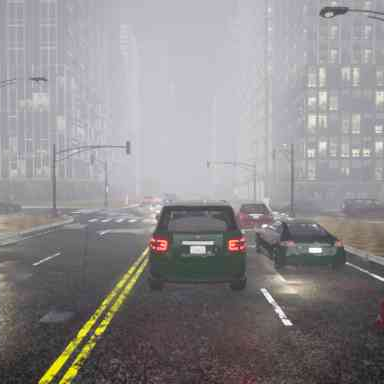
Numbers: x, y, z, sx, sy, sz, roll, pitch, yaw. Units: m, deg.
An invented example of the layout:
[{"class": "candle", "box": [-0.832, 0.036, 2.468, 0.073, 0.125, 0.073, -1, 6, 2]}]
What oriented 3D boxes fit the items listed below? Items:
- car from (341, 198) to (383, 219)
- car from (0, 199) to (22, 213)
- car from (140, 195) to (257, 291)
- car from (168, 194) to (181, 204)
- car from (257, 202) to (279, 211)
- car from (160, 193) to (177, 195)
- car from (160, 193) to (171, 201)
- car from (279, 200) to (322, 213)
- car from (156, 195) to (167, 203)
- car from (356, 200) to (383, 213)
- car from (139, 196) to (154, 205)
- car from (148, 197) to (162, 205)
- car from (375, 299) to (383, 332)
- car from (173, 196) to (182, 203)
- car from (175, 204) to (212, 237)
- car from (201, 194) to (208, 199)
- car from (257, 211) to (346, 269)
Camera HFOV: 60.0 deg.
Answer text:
[{"class": "car", "box": [16.263, 1.519, 30.386, 5.009, 1.841, 2.192, 1, 0, 1]}, {"class": "car", "box": [-19.572, 1.405, 33.638, 4.181, 1.385, 1.994, 1, 1, 1]}, {"class": "car", "box": [0.120, 1.218, 9.170, 2.150, 2.045, 5.566, 0, 0, 0]}, {"class": "car", "box": [-3.188, 1.304, 61.537, 2.097, 1.767, 4.553, 0, 0, 0]}, {"class": "car", "box": [3.390, 1.342, 19.711, 2.097, 1.767, 4.553, 0, 0, 0]}, {"class": "car", "box": [-3.257, 1.185, 51.726, 2.150, 2.045, 5.566, 0, 0, -1]}, {"class": "car", "box": [-6.337, 1.153, 79.757, 2.150, 2.045, 5.566, 0, 0, 0]}, {"class": "car", "box": [11.190, 1.614, 36.176, 5.357, 1.411, 2.033, 0, 1, 0]}, {"class": "car", "box": [-6.359, 1.420, 69.187, 1.882, 1.535, 5.008, 0, 0, 0]}, {"class": "car", "box": [21.888, 1.642, 38.661, 4.829, 1.417, 1.752, 1, 0, 1]}, {"class": "car", "box": [-6.521, 1.318, 49.943, 2.097, 1.767, 4.553, 0, 0, 1]}, {"class": "car", "box": [-6.452, 1.556, 58.933, 1.895, 1.301, 4.718, 0, 0, 0]}, {"class": "car", "box": [3.355, 1.600, 2.272, 1.895, 1.301, 4.718, 0, 0, 0]}, {"class": "car", "box": [-3.105, 1.535, 71.590, 1.895, 1.301, 4.718, 0, 0, 0]}, {"class": "car", "box": [0.135, 1.516, 18.852, 1.812, 1.442, 4.674, 0, 0, 2]}, {"class": "car", "box": [3.438, 1.219, 91.619, 1.882, 1.535, 5.008, 0, 0, 0]}, {"class": "car", "box": [3.373, 1.559, 11.097, 1.994, 1.385, 4.181, 0, 0, 0]}]
